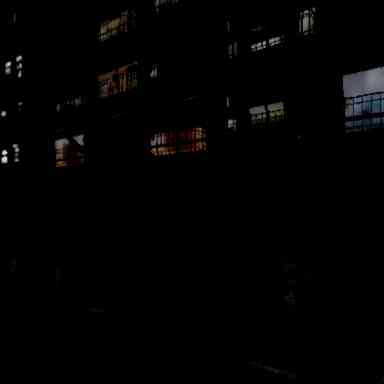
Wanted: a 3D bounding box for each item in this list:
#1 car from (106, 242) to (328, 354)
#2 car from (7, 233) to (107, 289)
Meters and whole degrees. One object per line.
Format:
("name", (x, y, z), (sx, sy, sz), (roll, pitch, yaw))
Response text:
("car", (0.417, 1.737, 6.717), (4.097, 1.590, 1.967), (-1, -3, 38))
("car", (-4.020, 1.926, 10.188), (4.403, 1.369, 2.008), (-1, -3, 38))
